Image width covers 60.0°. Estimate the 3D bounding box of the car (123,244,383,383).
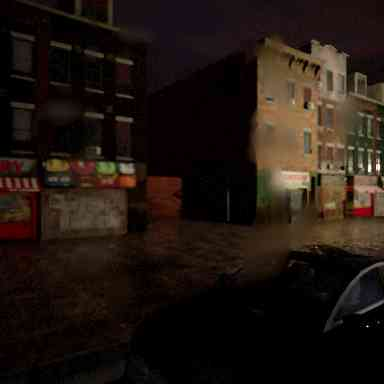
[{"bbox_3d":[1.565,1.496,4.179,4.902,1.511,2.128,0,0,-35],"label":"car"}]
